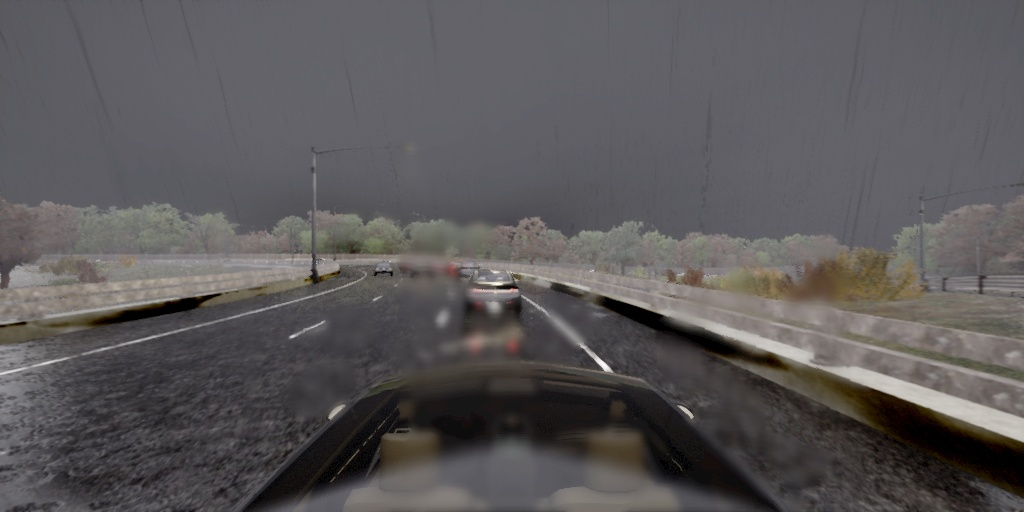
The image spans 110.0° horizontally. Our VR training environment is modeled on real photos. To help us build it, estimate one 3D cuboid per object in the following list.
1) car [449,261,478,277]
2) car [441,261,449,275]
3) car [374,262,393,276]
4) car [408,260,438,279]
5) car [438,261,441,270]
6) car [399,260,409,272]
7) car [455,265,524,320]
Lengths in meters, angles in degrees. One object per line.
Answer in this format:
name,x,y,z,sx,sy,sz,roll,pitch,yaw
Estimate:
car,-3.545,1.242,28.892,2.128,1.511,4.902,0,0,-14
car,-5.636,1.234,36.293,1.882,1.535,5.008,0,0,-19
car,-13.708,1.349,38.292,2.033,1.411,5.357,0,0,-20
car,-8.271,1.280,33.108,1.837,1.490,4.892,0,0,-18
car,-9.859,1.338,47.306,1.994,1.385,4.181,0,0,-24
car,-13.519,1.271,46.908,1.882,1.535,5.008,0,0,-24
car,-0.729,1.237,12.716,2.128,1.511,4.902,0,0,-6
